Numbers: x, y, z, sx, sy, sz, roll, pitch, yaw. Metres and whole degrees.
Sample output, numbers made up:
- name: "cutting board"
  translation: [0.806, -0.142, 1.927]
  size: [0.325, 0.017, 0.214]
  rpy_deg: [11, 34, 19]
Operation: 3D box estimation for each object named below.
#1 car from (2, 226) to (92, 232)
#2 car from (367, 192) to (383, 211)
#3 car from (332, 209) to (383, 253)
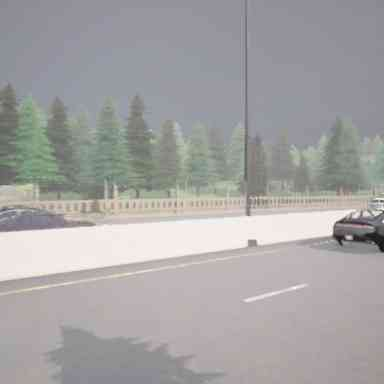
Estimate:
- name: "car"
  translation: [-6.287, 1.540, 12.407]
  size: [5.357, 1.411, 2.033]
  rpy_deg: [0, 0, -36]
- name: "car"
  translation: [23.899, 1.079, 40.021]
  size: [5.566, 2.045, 2.150]
  rpy_deg: [0, 0, -25]
- name: "car"
  translation: [7.698, 1.445, 13.542]
  size: [4.902, 1.511, 2.128]
  rpy_deg: [0, 0, -36]
